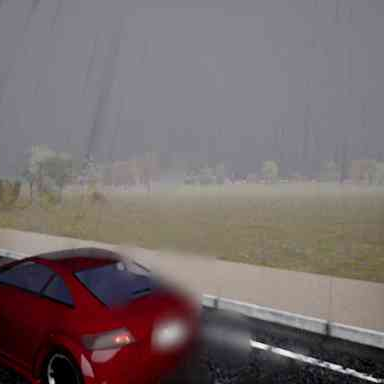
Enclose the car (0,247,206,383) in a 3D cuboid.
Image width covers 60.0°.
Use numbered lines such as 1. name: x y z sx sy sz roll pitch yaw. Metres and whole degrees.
1. car: -1.885 1.532 4.861 4.181 1.385 1.994 1 0 35
